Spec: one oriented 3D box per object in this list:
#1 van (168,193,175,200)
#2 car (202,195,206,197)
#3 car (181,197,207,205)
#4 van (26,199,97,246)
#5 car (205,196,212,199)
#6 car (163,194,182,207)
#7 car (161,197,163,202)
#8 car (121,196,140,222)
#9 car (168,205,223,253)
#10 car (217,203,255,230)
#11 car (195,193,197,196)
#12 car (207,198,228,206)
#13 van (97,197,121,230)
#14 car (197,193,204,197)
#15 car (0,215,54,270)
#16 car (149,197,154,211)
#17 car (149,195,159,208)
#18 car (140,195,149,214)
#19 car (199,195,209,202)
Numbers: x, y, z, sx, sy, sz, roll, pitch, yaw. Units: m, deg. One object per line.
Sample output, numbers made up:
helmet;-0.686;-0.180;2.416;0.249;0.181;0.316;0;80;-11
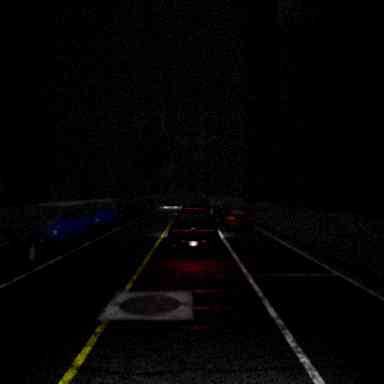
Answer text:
van;-5.785;1.287;94.229;1.690;1.788;3.998;0;0;0
car;2.751;1.485;48.989;1.752;1.417;4.829;0;0;0
car;0.064;1.481;29.219;1.837;1.490;4.892;0;1;0
van;-5.766;1.328;14.745;1.690;1.788;3.998;0;0;0
car;2.752;1.546;43.142;1.802;1.307;4.206;0;0;0
car;-3.095;1.506;50.819;2.033;1.411;5.357;0;0;0
car;-5.774;1.511;48.810;2.008;1.369;4.403;0;0;0
car;-5.769;1.292;26.100;2.192;1.841;5.009;0;0;0
car;0.064;1.492;13.682;1.837;1.490;4.892;0;0;0
car;2.758;1.564;20.431;1.802;1.307;4.206;0;0;0
car;2.741;1.496;94.240;2.008;1.369;4.403;0;0;0
car;2.755;1.523;31.786;2.008;1.369;4.403;0;0;0
van;-5.768;1.323;20.423;1.690;1.788;3.998;0;0;0
car;2.347;1.431;61.230;1.882;1.535;5.008;0;0;0
car;-5.765;1.543;9.068;2.008;1.369;4.403;0;0;0
car;-5.771;1.534;37.455;1.947;1.339;4.313;0;0;0
car;-5.773;1.279;43.132;2.192;1.841;5.009;0;0;0
car;-5.770;1.288;31.778;2.192;1.841;5.009;0;0;0
car;2.745;1.500;77.207;2.008;1.369;4.403;0;0;0
